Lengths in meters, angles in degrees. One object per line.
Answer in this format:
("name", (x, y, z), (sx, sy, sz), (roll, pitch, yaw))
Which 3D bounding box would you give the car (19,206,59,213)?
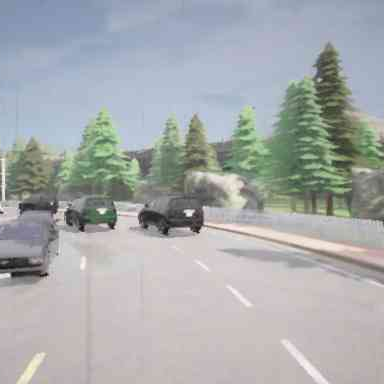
("car", (-6.970, 1.578, 14.895), (1.812, 1.442, 4.674), (-1, 0, -24))

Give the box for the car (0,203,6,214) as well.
("car", (-22.392, 1.703, 36.729), (4.674, 1.442, 1.812), (-1, 0, 37))

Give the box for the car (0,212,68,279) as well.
("car", (-5.206, 1.587, 10.345), (2.033, 1.411, 5.357), (-1, 0, -17))

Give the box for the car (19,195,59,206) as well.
("car", (-17.040, 1.349, 37.029), (5.566, 2.045, 2.150), (-1, 0, 38))

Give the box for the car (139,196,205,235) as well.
("car", (-1.300, 1.219, 19.001), (2.150, 2.045, 5.566), (0, 0, -26))

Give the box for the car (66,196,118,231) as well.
("car", (-6.527, 1.265, 21.272), (2.150, 2.045, 5.566), (0, 0, -32))
